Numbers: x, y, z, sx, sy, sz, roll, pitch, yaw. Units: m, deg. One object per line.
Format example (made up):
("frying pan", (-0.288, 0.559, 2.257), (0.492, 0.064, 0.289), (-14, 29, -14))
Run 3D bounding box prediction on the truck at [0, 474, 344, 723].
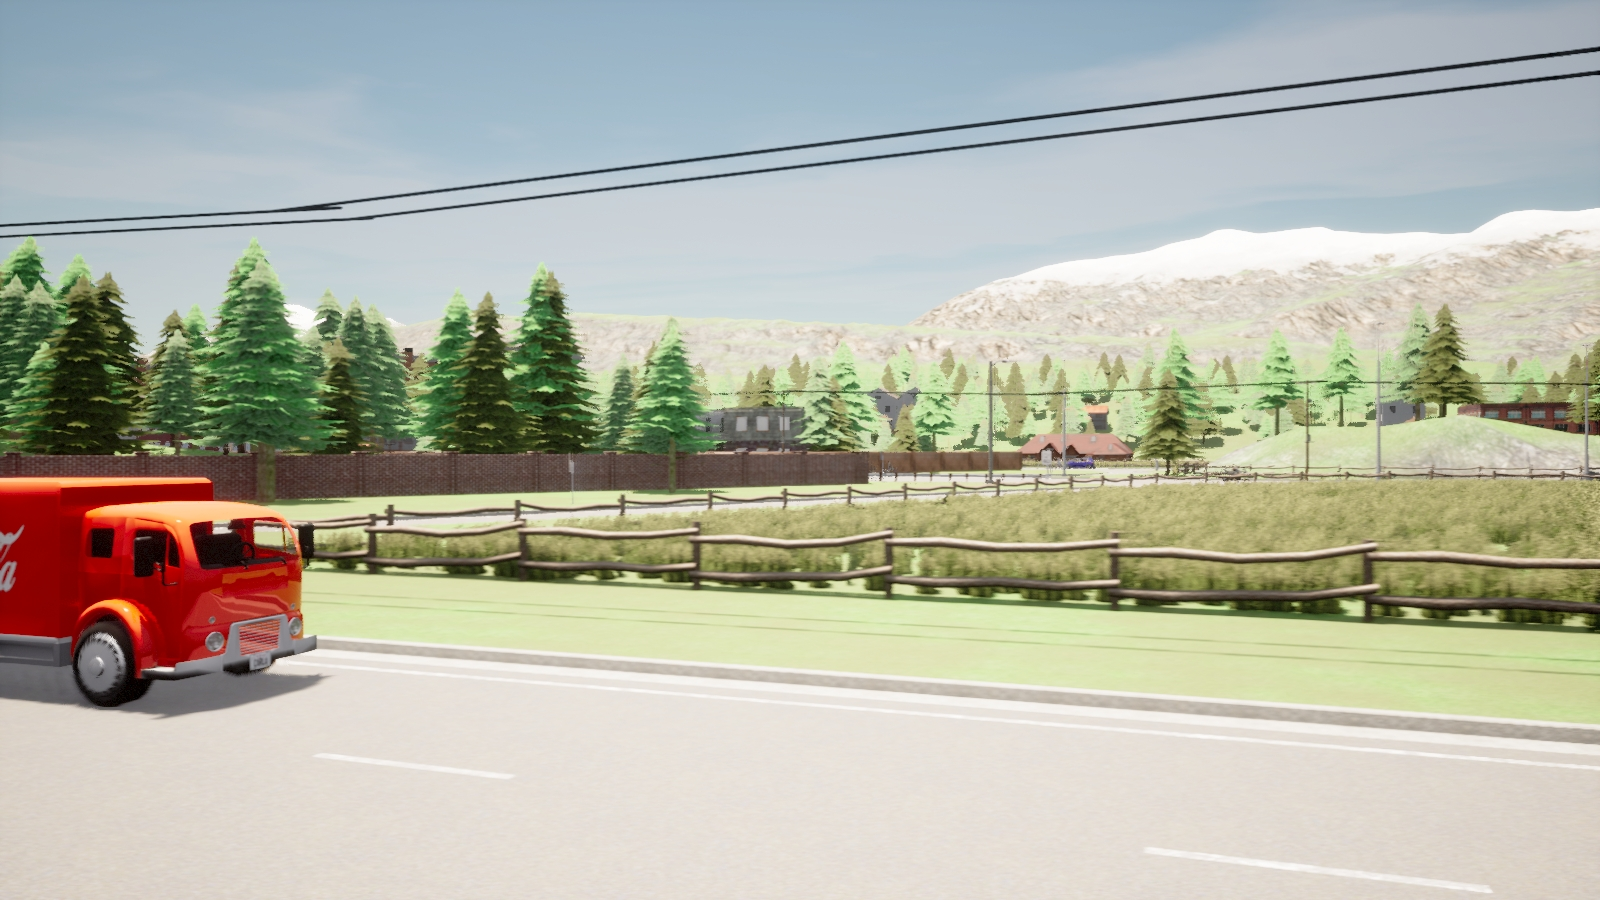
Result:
("truck", (-8.573, 1.568, 13.869), (5.204, 2.467, 2.627), (0, 0, 20))
